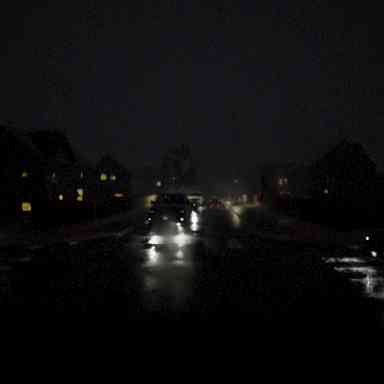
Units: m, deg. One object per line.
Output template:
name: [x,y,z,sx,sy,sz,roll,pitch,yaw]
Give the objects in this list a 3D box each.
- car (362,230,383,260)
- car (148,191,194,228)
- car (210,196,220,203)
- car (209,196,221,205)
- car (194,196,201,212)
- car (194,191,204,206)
car: [7.729,1.290,9.068,5.357,1.411,2.033,-1,2,5]
car: [-1.296,1.077,21.203,2.150,2.045,5.566,0,0,4]
car: [4.240,1.335,61.972,1.895,1.301,4.718,0,0,3]
car: [3.598,1.339,51.963,1.895,1.301,4.718,0,0,4]
car: [-0.350,1.384,35.418,1.895,1.301,4.718,0,0,4]
car: [0.555,0.958,48.548,2.150,2.045,5.566,0,1,5]
